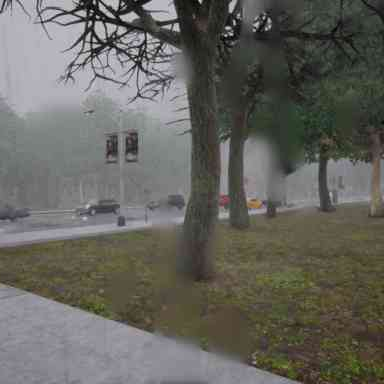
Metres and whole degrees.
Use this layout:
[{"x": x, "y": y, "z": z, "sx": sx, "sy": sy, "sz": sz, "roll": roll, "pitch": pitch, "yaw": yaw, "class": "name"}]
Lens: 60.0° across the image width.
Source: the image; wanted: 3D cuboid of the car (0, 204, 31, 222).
[{"x": -14.976, "y": 1.564, "z": 24.776, "sx": 2.033, "sy": 1.411, "sz": 5.357, "roll": 0, "pitch": 0, "yaw": 35, "class": "car"}]

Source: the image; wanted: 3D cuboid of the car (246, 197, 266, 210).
[{"x": 7.838, "y": 1.552, "z": 45.289, "sx": 1.882, "sy": 1.535, "sz": 5.008, "roll": 0, "pitch": 0, "yaw": 36, "class": "car"}]

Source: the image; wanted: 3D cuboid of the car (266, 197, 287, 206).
[{"x": 13.633, "y": 1.570, "z": 53.488, "sx": 1.882, "sy": 1.535, "sz": 5.008, "roll": 0, "pitch": 0, "yaw": 36, "class": "car"}]

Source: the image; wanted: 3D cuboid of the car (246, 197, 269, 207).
[{"x": 10.920, "y": 1.594, "z": 55.284, "sx": 1.837, "sy": 1.490, "sz": 4.892, "roll": 0, "pitch": 0, "yaw": 36, "class": "car"}]

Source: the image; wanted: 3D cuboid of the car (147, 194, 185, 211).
[{"x": -3.121, "y": 1.270, "z": 41.374, "sx": 2.150, "sy": 2.045, "sz": 5.566, "roll": 0, "pitch": 0, "yaw": 35, "class": "car"}]

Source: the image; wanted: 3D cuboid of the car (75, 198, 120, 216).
[{"x": -9.235, "y": 1.383, "z": 32.812, "sx": 2.097, "sy": 1.767, "sz": 4.553, "roll": 0, "pitch": 0, "yaw": 35, "class": "car"}]

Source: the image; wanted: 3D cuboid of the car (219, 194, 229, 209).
[{"x": 4.841, "y": 1.290, "z": 46.694, "sx": 2.150, "sy": 2.045, "sz": 5.566, "roll": 0, "pitch": 0, "yaw": 36, "class": "car"}]
